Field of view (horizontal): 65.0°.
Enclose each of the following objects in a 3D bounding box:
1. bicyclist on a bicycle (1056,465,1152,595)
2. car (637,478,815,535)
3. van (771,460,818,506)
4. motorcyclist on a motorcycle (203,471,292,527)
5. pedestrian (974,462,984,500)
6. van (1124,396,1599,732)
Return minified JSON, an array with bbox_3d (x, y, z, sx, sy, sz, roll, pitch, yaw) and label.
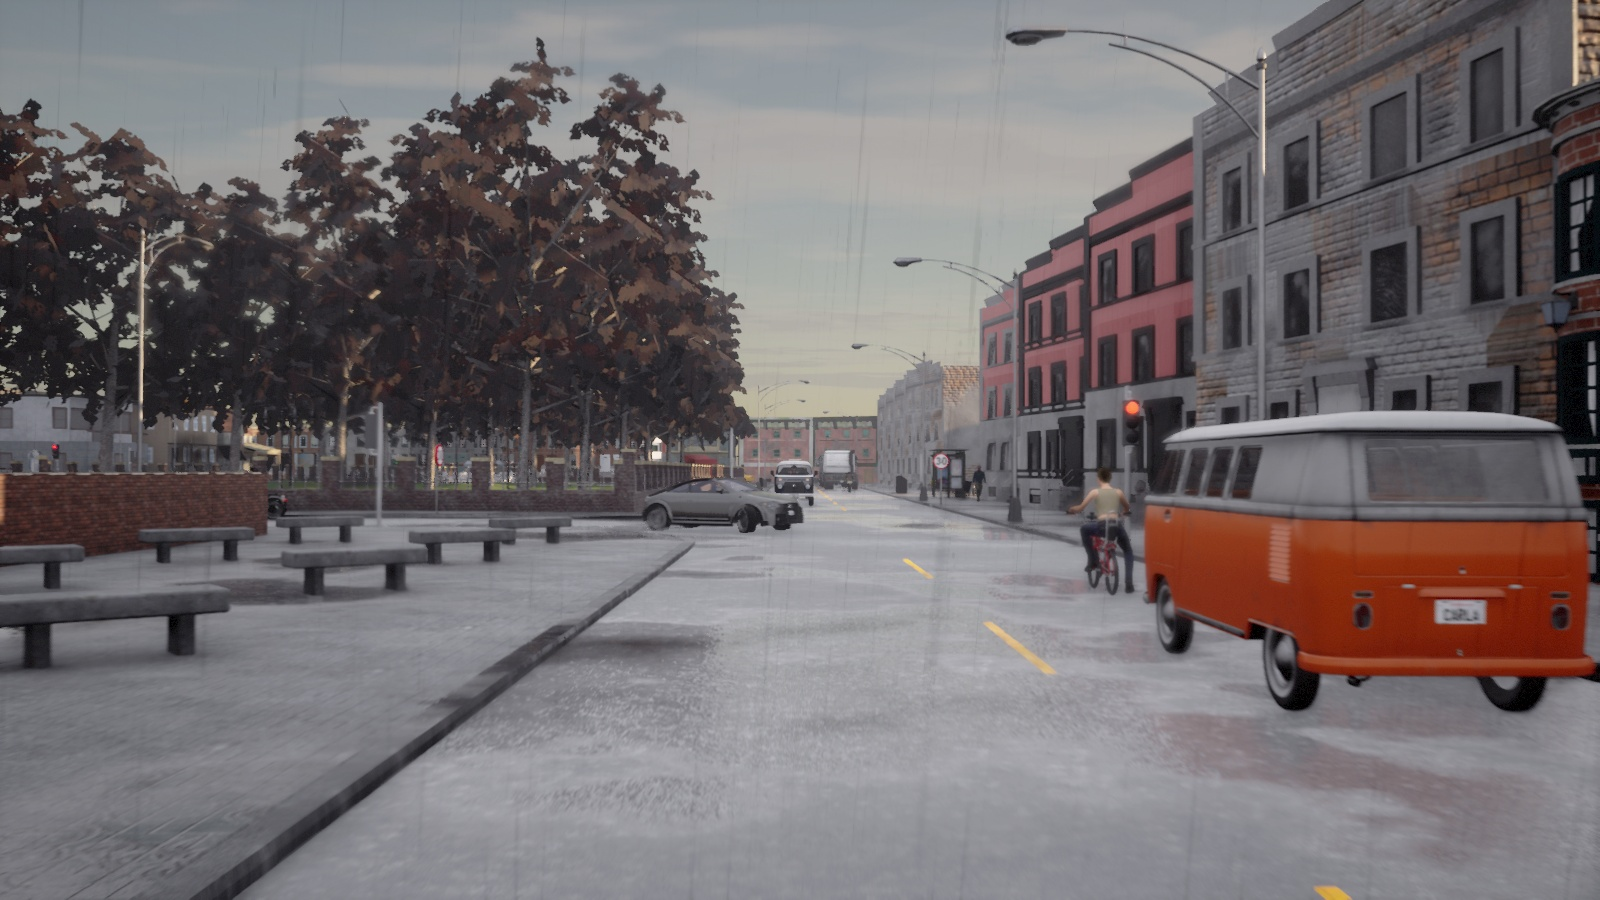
[{"bbox_3d":[3.947,1.007,16.421,0.866,1.612,1.509,0,-1,0],"label":"bicyclist on a bicycle"},{"bbox_3d":[-1.924,1.425,32.585,4.181,1.385,1.994,-1,-1,27],"label":"car"},{"bbox_3d":[-0.248,1.487,57.302,2.069,2.038,4.480,0,-1,0],"label":"van"},{"bbox_3d":[-16.648,1.459,37.895,2.350,1.649,0.766,0,-1,-2],"label":"motorcyclist on a motorcycle"},{"bbox_3d":[8.614,1.492,60.602,0.402,1.842,0.726,0,-1,3],"label":"pedestrian"},{"bbox_3d":[3.970,0.711,9.685,1.775,1.987,4.442,0,-1,0],"label":"van"}]
